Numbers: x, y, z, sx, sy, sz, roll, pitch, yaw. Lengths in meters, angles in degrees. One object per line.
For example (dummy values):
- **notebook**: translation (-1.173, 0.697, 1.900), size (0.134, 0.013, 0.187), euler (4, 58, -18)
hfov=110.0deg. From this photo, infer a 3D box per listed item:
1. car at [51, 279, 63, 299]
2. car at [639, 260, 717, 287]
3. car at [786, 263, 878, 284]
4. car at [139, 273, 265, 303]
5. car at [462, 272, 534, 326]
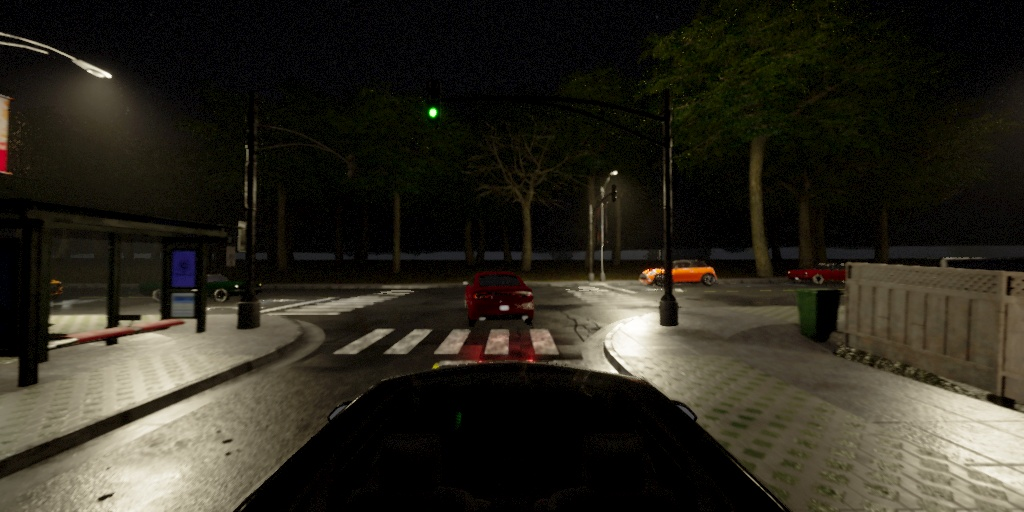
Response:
- **car**: translation (-24.581, 1.331, 17.059), size (5.008, 1.535, 1.882), euler (0, -1, 0)
- **car**: translation (10.817, 1.074, 23.667), size (4.553, 1.767, 2.097), euler (-1, -1, 0)
- **car**: translation (20.970, 1.138, 23.639), size (4.718, 1.301, 1.895), euler (-1, -1, 0)
- **car**: translation (-14.547, 1.476, 17.025), size (4.718, 1.301, 1.895), euler (0, -1, 3)
- **car**: translation (-0.592, 1.256, 12.010), size (1.882, 1.535, 5.008), euler (-1, -1, -9)
